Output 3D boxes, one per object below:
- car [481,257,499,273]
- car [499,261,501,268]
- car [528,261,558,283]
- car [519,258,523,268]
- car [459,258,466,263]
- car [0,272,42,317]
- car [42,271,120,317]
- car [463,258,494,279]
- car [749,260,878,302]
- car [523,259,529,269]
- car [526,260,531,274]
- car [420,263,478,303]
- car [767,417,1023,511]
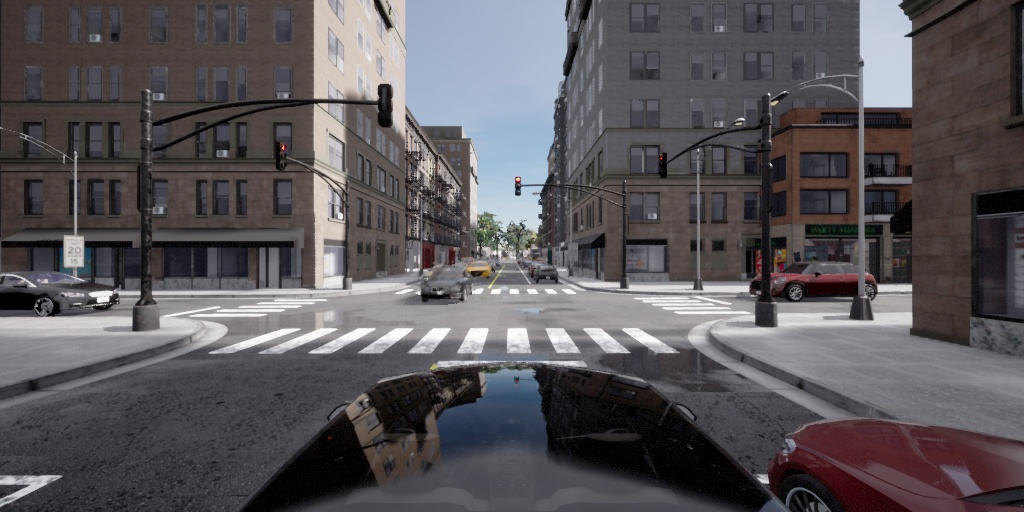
[{"bbox_3d":[-2.949,1.255,44.940,1.837,1.490,4.892,0,1,0],"label":"car"},{"bbox_3d":[-2.902,1.372,62.389,2.033,1.411,5.357,0,0,0],"label":"car"},{"bbox_3d":[2.572,1.302,27.786,2.007,1.370,4.403,0,0,0],"label":"car"},{"bbox_3d":[2.504,1.306,55.195,2.007,1.370,4.403,0,0,0],"label":"car"},{"bbox_3d":[-5.504,1.278,38.559,1.751,1.417,4.829,0,0,0],"label":"car"},{"bbox_3d":[-5.398,1.065,0.758,2.192,1.841,5.009,0,0,0],"label":"car"},{"bbox_3d":[-17.098,1.310,12.900,4.902,1.511,2.128,0,0,1],"label":"car"},{"bbox_3d":[-2.927,1.229,32.524,1.882,1.535,5.008,0,0,0],"label":"car"},{"bbox_3d":[13.223,1.036,15.965,4.553,1.767,2.097,0,0,0],"label":"car"},{"bbox_3d":[2.545,1.303,38.749,2.007,1.370,4.403,0,0,0],"label":"car"},{"bbox_3d":[2.559,1.297,33.267,1.888,1.381,4.507,0,0,0],"label":"car"},{"bbox_3d":[-2.891,1.262,16.749,1.837,1.490,4.892,0,0,0],"label":"car"},{"bbox_3d":[2.640,1.332,0.778,1.802,1.307,4.207,0,0,0],"label":"car"}]
